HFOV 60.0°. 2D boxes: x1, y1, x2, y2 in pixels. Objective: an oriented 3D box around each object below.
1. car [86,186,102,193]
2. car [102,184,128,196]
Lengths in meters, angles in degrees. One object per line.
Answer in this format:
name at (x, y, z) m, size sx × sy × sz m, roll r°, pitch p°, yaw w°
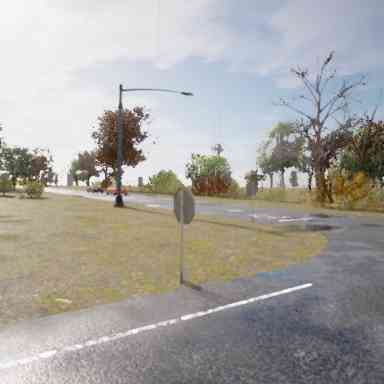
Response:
car at (-17.477, -0.460, 59.968) m, size 1.895 × 1.301 × 4.718 m, roll 0°, pitch 2°, yaw -36°
car at (-11.863, -0.398, 52.107) m, size 2.097 × 1.767 × 4.553 m, roll 0°, pitch 2°, yaw -36°
